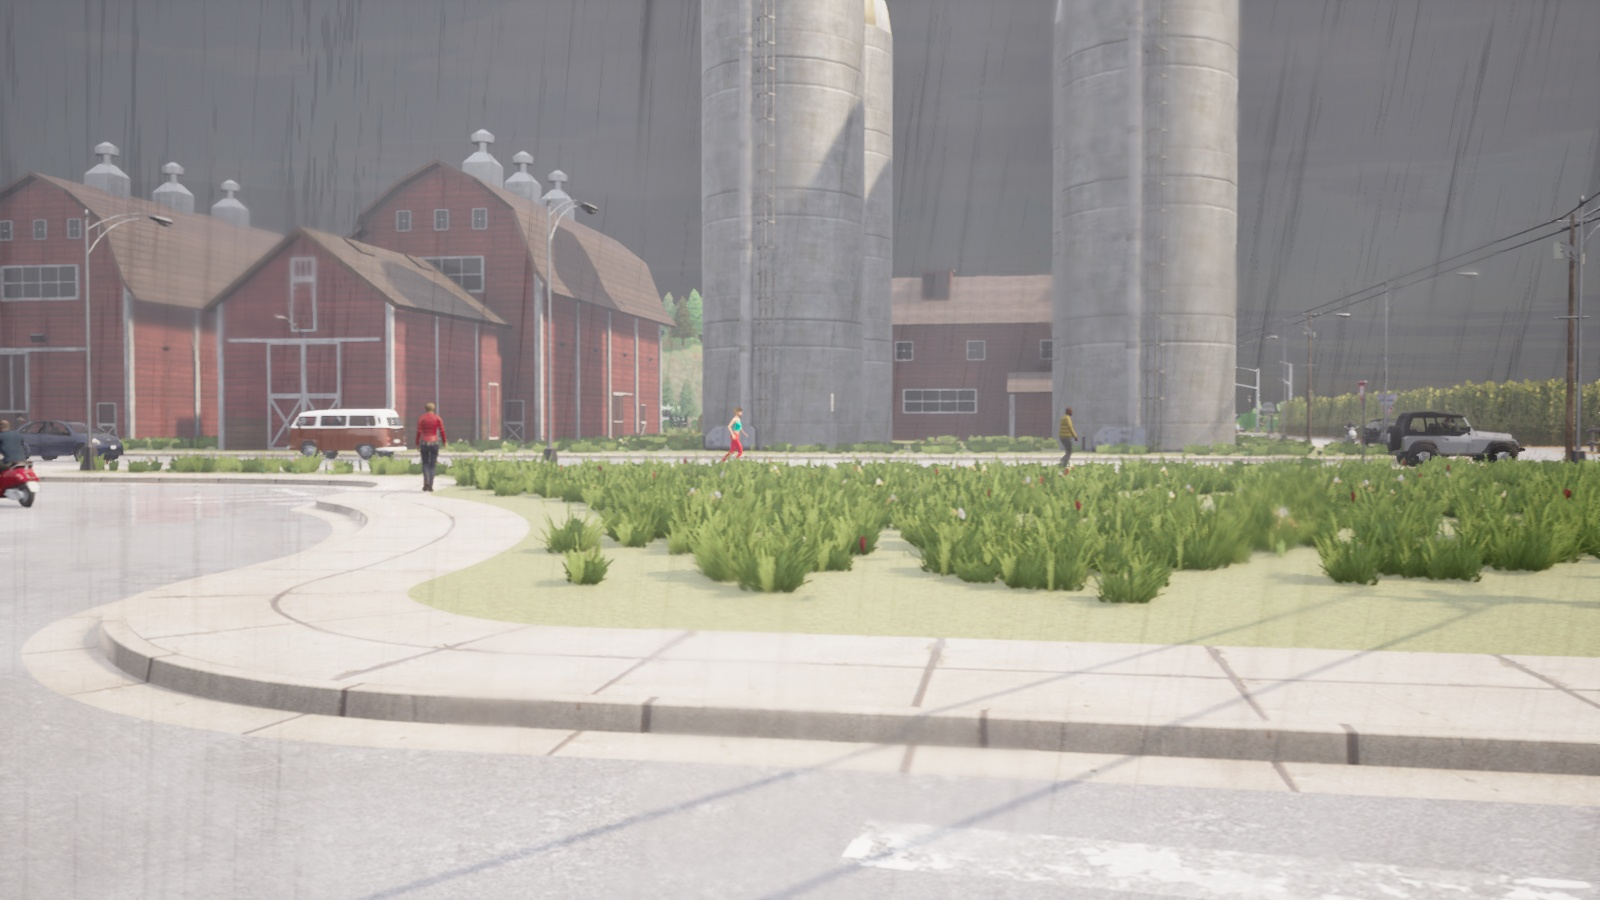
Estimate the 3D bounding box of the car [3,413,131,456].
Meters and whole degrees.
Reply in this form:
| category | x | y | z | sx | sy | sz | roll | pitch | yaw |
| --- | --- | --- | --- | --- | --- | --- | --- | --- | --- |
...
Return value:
| category | x | y | z | sx | sy | sz | roll | pitch | yaw |
| --- | --- | --- | --- | --- | --- | --- | --- | --- | --- |
| car | -28.395 | -0.625 | 48.698 | 3.988 | 1.617 | 1.851 | 1 | 1 | 9 |

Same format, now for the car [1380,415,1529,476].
| category | x | y | z | sx | sy | sz | roll | pitch | yaw |
| --- | --- | --- | --- | --- | --- | --- | --- | --- | --- |
| car | 21.019 | -0.179 | 40.500 | 3.866 | 1.878 | 1.905 | 1 | 1 | 12 |

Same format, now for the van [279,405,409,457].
| category | x | y | z | sx | sy | sz | roll | pitch | yaw |
| --- | --- | --- | --- | --- | --- | --- | --- | --- | --- |
| van | -18.321 | -0.772 | 50.587 | 4.480 | 2.038 | 2.069 | 1 | 1 | 9 |

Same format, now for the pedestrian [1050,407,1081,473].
| category | x | y | z | sx | sy | sz | roll | pitch | yaw |
| --- | --- | --- | --- | --- | --- | --- | --- | --- | --- |
| pedestrian | 7.381 | -0.287 | 34.958 | 0.726 | 1.835 | 0.370 | 0 | 1 | -10 |

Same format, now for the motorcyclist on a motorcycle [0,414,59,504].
| category | x | y | z | sx | sy | sz | roll | pitch | yaw |
| --- | --- | --- | --- | --- | --- | --- | --- | --- | --- |
| motorcyclist on a motorcycle | -14.563 | 0.135 | 22.958 | 1.817 | 1.590 | 0.866 | 1 | 2 | 26 |

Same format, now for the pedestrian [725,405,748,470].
| category | x | y | z | sx | sy | sz | roll | pitch | yaw |
| --- | --- | --- | --- | --- | --- | --- | --- | --- | --- |
| pedestrian | -1.806 | -0.371 | 35.716 | 0.594 | 1.836 | 0.345 | 1 | 1 | 7 |

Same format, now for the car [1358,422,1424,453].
| category | x | y | z | sx | sy | sz | roll | pitch | yaw |
| --- | --- | --- | --- | --- | --- | --- | --- | --- | --- |
| car | 33.409 | -0.761 | 71.083 | 2.242 | 1.667 | 4.611 | 1 | 1 | 10 |

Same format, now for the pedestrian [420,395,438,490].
| category | x | y | z | sx | sy | sz | roll | pitch | yaw |
| --- | --- | --- | --- | --- | --- | --- | --- | --- | --- |
| pedestrian | -7.344 | -0.155 | 24.840 | 0.331 | 1.846 | 0.636 | 0 | 1 | -18 |
